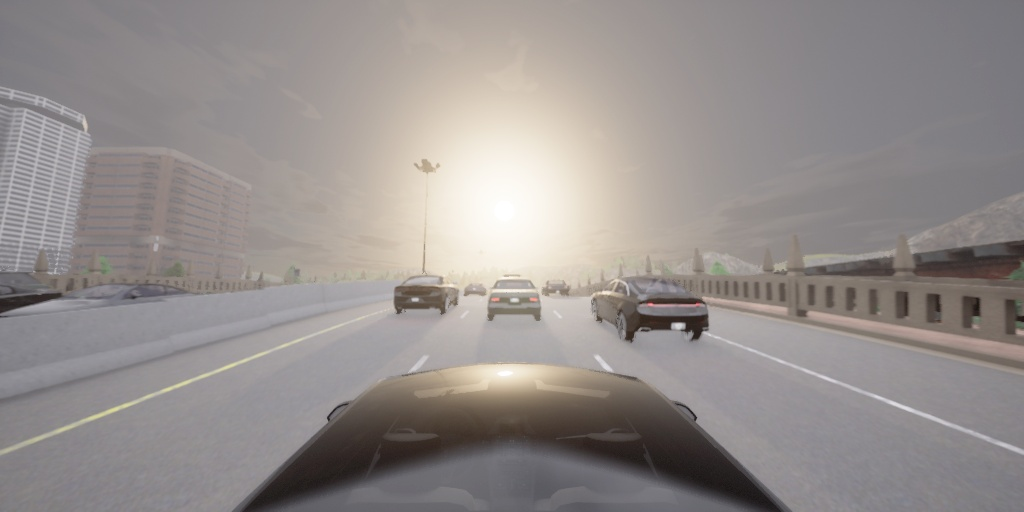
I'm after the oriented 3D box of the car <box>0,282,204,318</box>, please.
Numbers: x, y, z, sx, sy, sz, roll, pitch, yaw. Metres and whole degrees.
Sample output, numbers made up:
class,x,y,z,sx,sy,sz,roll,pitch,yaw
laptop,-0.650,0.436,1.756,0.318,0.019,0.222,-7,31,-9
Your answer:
class,x,y,z,sx,sy,sz,roll,pitch,yaw
car,-10.615,1.419,9.716,1.994,1.385,4.181,0,-1,0

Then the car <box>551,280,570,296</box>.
class,x,y,z,sx,sy,sz,roll,pitch,yaw
car,3.525,2.682,29.790,1.895,1.301,4.718,0,-6,0

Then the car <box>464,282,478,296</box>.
class,x,y,z,sx,sy,sz,roll,pitch,yaw
car,-3.490,3.265,35.112,1.994,1.385,4.181,0,-7,0

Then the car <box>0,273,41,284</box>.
class,x,y,z,sx,sy,sz,roll,pitch,yaw
car,-14.113,1.313,8.417,1.882,1.535,5.008,0,-1,0

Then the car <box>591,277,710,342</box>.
class,x,y,z,sx,sy,sz,roll,pitch,yaw
car,3.580,1.348,10.157,2.128,1.511,4.902,0,-1,0

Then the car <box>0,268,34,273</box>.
class,x,y,z,sx,sy,sz,roll,pitch,yaw
car,-17.618,1.243,11.056,2.097,1.767,4.553,0,-2,0

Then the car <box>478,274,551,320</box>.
class,x,y,z,sx,sy,sz,roll,pitch,yaw
car,0.070,1.502,13.548,2.033,1.411,5.357,0,-2,0

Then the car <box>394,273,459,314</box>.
class,x,y,z,sx,sy,sz,roll,pitch,yaw
car,-3.434,1.499,15.181,1.882,1.535,5.008,0,-2,0
